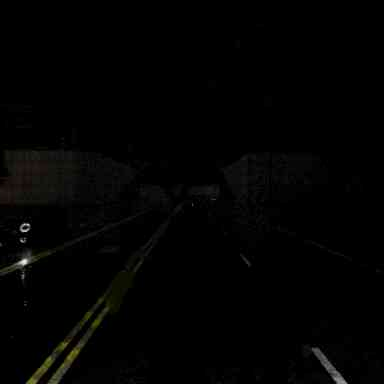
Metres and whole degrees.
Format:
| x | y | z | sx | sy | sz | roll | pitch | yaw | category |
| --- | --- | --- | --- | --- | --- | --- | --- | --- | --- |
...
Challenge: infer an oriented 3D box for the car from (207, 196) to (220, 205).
| x | y | z | sx | sy | sz | roll | pitch | yaw | category |
| --- | --- | --- | --- | --- | --- | --- | --- | --- | --- |
| 3.596 | 1.432 | 55.578 | 2.128 | 1.511 | 4.902 | 0 | 0 | 0 | car |

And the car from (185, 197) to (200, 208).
| x | y | z | sx | sy | sz | roll | pitch | yaw | category |
| --- | --- | --- | --- | --- | --- | --- | --- | --- | --- |
| 0.086 | 1.454 | 46.560 | 1.837 | 1.490 | 4.892 | 0 | 0 | 0 | car |

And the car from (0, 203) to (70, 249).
| x | y | z | sx | sy | sz | roll | pitch | yaw | category |
| --- | --- | --- | --- | --- | --- | --- | --- | --- | --- |
| -7.050 | 1.336 | 14.390 | 2.097 | 1.767 | 4.553 | 0 | 0 | 0 | car |

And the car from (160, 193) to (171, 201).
| x | y | z | sx | sy | sz | roll | pitch | yaw | category |
| --- | --- | --- | --- | --- | --- | --- | --- | --- | --- |
| -7.008 | 1.388 | 83.848 | 1.882 | 1.535 | 5.008 | 0 | 0 | 0 | car |
